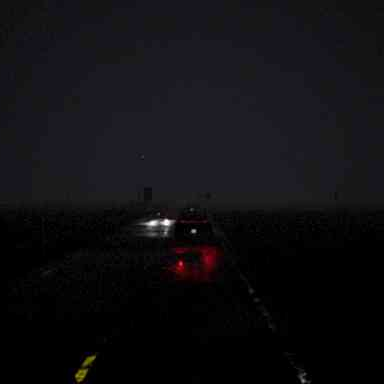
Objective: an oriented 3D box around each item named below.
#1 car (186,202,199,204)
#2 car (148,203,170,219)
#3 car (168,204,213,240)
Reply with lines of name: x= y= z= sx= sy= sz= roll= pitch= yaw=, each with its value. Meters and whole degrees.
car: x=0.048 y=1.763 z=34.632 sx=2.033 sy=1.411 sz=5.357 roll=0 pitch=0 yaw=0
car: x=-2.869 y=1.754 z=30.847 sx=1.994 sy=1.385 sz=4.181 roll=0 pitch=0 yaw=0
car: x=0.074 y=1.596 z=17.660 sx=2.128 sy=1.511 sz=4.902 roll=0 pitch=0 yaw=0
